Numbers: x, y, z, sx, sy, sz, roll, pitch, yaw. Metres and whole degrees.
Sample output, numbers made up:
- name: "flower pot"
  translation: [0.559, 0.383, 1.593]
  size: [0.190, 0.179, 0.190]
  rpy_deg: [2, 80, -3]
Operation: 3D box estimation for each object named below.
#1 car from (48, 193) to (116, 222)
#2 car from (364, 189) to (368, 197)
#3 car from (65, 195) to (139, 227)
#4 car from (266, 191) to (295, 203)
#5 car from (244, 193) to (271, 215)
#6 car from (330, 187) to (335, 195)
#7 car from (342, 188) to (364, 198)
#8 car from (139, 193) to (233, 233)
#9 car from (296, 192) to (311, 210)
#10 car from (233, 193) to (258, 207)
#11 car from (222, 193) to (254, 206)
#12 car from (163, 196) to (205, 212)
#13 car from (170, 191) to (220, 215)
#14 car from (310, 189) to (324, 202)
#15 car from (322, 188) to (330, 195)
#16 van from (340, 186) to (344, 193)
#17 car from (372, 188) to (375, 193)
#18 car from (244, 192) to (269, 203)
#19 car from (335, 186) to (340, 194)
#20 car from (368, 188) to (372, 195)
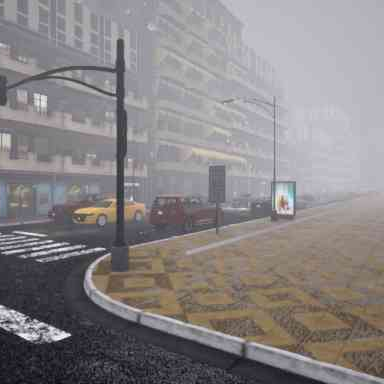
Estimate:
- name: "car"
  translation: [-7.047, 1.010, 22.456]
  size: [2.192, 1.841, 5.009]
  rpy_deg: [1, 2, 35]
- name: "car"
  translation: [31.622, 0.098, 63.187]
  size: [1.967, 1.590, 4.097]
  rpy_deg: [1, 2, 35]
- name: "car"
  translation: [-5.019, 1.180, 20.863]
  size: [1.882, 1.535, 5.008]
  rpy_deg: [0, 1, 34]
- name: "car"
  translation: [12.121, 0.631, 45.318]
  size: [2.128, 1.511, 4.902]
  rpy_deg: [0, 1, 35]
- name: "car"
  translation: [6.209, 1.069, 26.809]
  size: [1.947, 1.339, 4.313]
  rpy_deg: [1, 2, 35]
- name: "car"
  translation: [31.061, -0.027, 77.022]
  size: [1.887, 1.381, 4.507]
  rpy_deg: [2, 2, 35]
- name: "car"
  translation: [28.445, 0.309, 58.643]
  size: [1.887, 1.381, 4.507]
  rpy_deg: [1, 2, 35]
- name: "car"
  translation: [-0.142, 1.026, 17.708]
  size: [2.192, 1.841, 5.009]
  rpy_deg: [1, 2, 35]
- name: "car"
  translation: [9.386, 0.965, 31.358]
  size: [1.947, 1.339, 4.313]
  rpy_deg: [1, 2, 35]
- name: "car"
  translation: [6.114, 0.843, 36.795]
  size: [1.837, 1.490, 4.892]
  rpy_deg: [0, 1, 35]
- name: "car"
  translation: [5.655, 0.829, 40.649]
  size: [2.008, 1.369, 4.403]
  rpy_deg: [2, 2, 35]
- name: "car"
  translation: [-0.697, 1.069, 31.557]
  size: [1.802, 1.307, 4.206]
  rpy_deg: [2, 2, 35]
- name: "car"
  translation: [0.371, 0.879, 28.586]
  size: [2.097, 1.767, 4.553]
  rpy_deg: [0, 1, 35]
- name: "car"
  translation: [16.063, 0.665, 45.465]
  size: [1.994, 1.385, 4.181]
  rpy_deg: [0, 1, 35]
- name: "car"
  translation: [27.885, -0.025, 72.471]
  size: [1.967, 1.590, 4.097]
  rpy_deg: [2, 2, 35]
- name: "van"
  translation: [37.414, -0.446, 86.109]
  size: [1.690, 1.788, 3.998]
  rpy_deg: [2, 2, 35]
- name: "car"
  translation: [37.974, -0.012, 72.285]
  size: [1.887, 1.381, 4.507]
  rpy_deg: [1, 2, 35]
- name: "car"
  translation: [8.830, 0.754, 45.196]
  size: [1.802, 1.307, 4.206]
  rpy_deg: [2, 2, 35]
- name: "car"
  translation: [34.238, -0.239, 81.565]
  size: [1.967, 1.590, 4.097]
  rpy_deg: [2, 2, 35]
- name: "car"
  translation: [34.798, 0.096, 67.737]
  size: [1.887, 1.381, 4.507]
  rpy_deg: [1, 2, 35]
